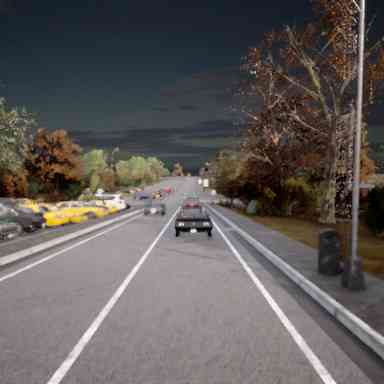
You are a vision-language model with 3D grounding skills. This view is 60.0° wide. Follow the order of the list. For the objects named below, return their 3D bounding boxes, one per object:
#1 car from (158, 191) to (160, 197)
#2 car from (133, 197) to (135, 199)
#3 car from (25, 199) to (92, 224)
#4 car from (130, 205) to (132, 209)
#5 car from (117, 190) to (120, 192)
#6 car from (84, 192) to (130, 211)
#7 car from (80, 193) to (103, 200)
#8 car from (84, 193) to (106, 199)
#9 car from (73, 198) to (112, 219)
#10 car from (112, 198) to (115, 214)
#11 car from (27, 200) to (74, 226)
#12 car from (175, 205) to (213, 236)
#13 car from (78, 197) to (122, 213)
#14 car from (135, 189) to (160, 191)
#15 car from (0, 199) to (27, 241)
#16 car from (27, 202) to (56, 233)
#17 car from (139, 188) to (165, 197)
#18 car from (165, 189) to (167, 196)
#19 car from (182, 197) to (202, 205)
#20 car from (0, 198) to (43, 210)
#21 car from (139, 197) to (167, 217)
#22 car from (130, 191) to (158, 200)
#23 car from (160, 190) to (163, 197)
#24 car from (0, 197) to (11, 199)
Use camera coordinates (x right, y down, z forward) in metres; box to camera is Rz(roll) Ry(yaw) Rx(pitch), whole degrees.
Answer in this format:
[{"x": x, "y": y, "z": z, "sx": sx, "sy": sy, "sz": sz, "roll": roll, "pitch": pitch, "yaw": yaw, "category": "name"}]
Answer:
[{"x": -10.397, "y": 1.046, "z": 75.089, "sx": 4.792, "sy": 1.488, "sz": 2.163, "roll": 0, "pitch": 0, "yaw": 0, "category": "car"}, {"x": -10.146, "y": 1.641, "z": 42.491, "sx": 4.792, "sy": 1.488, "sz": 2.163, "roll": 0, "pitch": 0, "yaw": 0, "category": "car"}, {"x": -10.032, "y": 1.484, "z": 22.937, "sx": 5.366, "sy": 1.575, "sz": 1.946, "roll": 0, "pitch": 0, "yaw": 0, "category": "car"}, {"x": -10.187, "y": 1.593, "z": 39.715, "sx": 5.008, "sy": 1.535, "sz": 2.097, "roll": 0, "pitch": 0, "yaw": 0, "category": "car"}, {"x": -23.394, "y": 0.863, "z": 91.665, "sx": 5.008, "sy": 1.535, "sz": 2.097, "roll": 0, "pitch": 1, "yaw": 0, "category": "car"}, {"x": -10.216, "y": 1.324, "z": 36.941, "sx": 5.566, "sy": 2.045, "sz": 2.435, "roll": 0, "pitch": 0, "yaw": 0, "category": "car"}, {"x": -23.443, "y": 1.051, "z": 77.720, "sx": 4.674, "sy": 1.452, "sz": 2.002, "roll": 0, "pitch": 0, "yaw": 0, "category": "car"}, {"x": -23.460, "y": 1.030, "z": 80.632, "sx": 4.792, "sy": 1.488, "sz": 2.163, "roll": 0, "pitch": 0, "yaw": 0, "category": "car"}, {"x": -10.020, "y": 1.518, "z": 28.611, "sx": 5.366, "sy": 1.575, "sz": 1.946, "roll": 0, "pitch": 0, "yaw": 0, "category": "car"}, {"x": -10.205, "y": 1.540, "z": 31.387, "sx": 4.892, "sy": 1.521, "sz": 2.231, "roll": 0, "pitch": 0, "yaw": 0, "category": "car"}, {"x": -10.408, "y": 1.472, "z": 20.285, "sx": 5.366, "sy": 1.575, "sz": 1.946, "roll": 0, "pitch": 0, "yaw": 0, "category": "car"}, {"x": 0.075, "y": 1.589, "z": 18.311, "sx": 1.895, "sy": 1.301, "sz": 4.718, "roll": 0, "pitch": 0, "yaw": 0, "category": "car"}, {"x": -10.379, "y": 1.554, "z": 34.163, "sx": 5.366, "sy": 1.575, "sz": 1.946, "roll": 0, "pitch": 0, "yaw": 0, "category": "car"}, {"x": -10.391, "y": 0.888, "z": 77.875, "sx": 4.553, "sy": 1.767, "sz": 2.185, "roll": 0, "pitch": 0, "yaw": 0, "category": "car"}, {"x": -10.266, "y": 1.344, "z": 14.738, "sx": 4.553, "sy": 1.767, "sz": 2.185, "roll": 0, "pitch": 0, "yaw": 0, "category": "car"}, {"x": -10.222, "y": 1.470, "z": 17.518, "sx": 4.892, "sy": 1.521, "sz": 2.231, "roll": 0, "pitch": 0, "yaw": 0, "category": "car"}, {"x": -10.372, "y": 0.732, "z": 83.446, "sx": 5.566, "sy": 2.045, "sz": 2.435, "roll": 0, "pitch": 1, "yaw": 0, "category": "car"}, {"x": -10.280, "y": 0.676, "z": 94.595, "sx": 4.553, "sy": 1.767, "sz": 2.185, "roll": 0, "pitch": 1, "yaw": 0, "category": "car"}, {"x": 0.008, "y": 1.355, "z": 36.004, "sx": 2.097, "sy": 1.767, "sz": 4.553, "roll": 0, "pitch": 0, "yaw": 0, "category": "car"}, {"x": -23.245, "y": 1.626, "z": 45.166, "sx": 5.008, "sy": 1.535, "sz": 2.097, "roll": 0, "pitch": 0, "yaw": 0, "category": "car"}, {"x": -3.417, "y": 1.490, "z": 31.673, "sx": 2.128, "sy": 1.511, "sz": 4.902, "roll": 0, "pitch": 0, "yaw": 0, "category": "car"}, {"x": -10.347, "y": 1.049, "z": 72.305, "sx": 4.792, "sy": 1.488, "sz": 2.163, "roll": 0, "pitch": 0, "yaw": 0, "category": "car"}, {"x": -10.346, "y": 1.003, "z": 80.655, "sx": 5.008, "sy": 1.535, "sz": 2.097, "roll": 0, "pitch": 1, "yaw": 0, "category": "car"}, {"x": -23.264, "y": 1.613, "z": 36.979, "sx": 4.674, "sy": 1.452, "sz": 2.002, "roll": 0, "pitch": 0, "yaw": 0, "category": "car"}]
